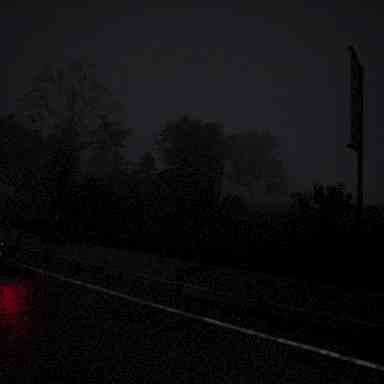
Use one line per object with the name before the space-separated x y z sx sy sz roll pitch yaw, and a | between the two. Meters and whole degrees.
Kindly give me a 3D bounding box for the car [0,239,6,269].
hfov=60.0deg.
car | -7.197 1.545 9.921 4.674 1.442 1.812 0 0 40
